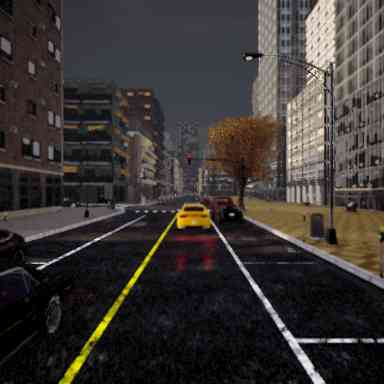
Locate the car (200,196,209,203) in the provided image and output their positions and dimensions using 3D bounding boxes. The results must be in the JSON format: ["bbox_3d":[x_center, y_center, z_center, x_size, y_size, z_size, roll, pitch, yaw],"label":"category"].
[{"bbox_3d":[2.710,1.595,73.747,1.752,1.417,4.829,0,0,0],"label":"car"}]

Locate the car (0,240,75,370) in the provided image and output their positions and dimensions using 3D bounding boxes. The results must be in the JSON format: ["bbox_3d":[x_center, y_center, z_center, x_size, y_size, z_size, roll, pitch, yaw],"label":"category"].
[{"bbox_3d":[-3.086,1.602,3.909,1.895,1.301,4.718,0,0,0],"label":"car"}]

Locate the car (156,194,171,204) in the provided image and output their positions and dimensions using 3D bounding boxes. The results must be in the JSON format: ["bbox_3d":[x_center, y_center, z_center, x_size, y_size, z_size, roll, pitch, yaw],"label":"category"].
[{"bbox_3d":[-5.672,1.602,62.513,2.008,1.369,4.403,0,0,0],"label":"car"}]

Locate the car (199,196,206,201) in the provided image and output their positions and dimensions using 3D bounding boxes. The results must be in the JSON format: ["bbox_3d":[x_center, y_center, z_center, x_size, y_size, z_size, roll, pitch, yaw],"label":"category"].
[{"bbox_3d":[2.715,1.683,90.174,1.802,1.307,4.206,0,0,0],"label":"car"}]

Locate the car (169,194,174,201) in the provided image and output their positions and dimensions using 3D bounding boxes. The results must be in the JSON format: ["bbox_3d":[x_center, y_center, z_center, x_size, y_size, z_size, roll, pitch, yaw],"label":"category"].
[{"bbox_3d":[-5.670,1.620,73.579,2.008,1.369,4.403,0,0,0],"label":"car"}]

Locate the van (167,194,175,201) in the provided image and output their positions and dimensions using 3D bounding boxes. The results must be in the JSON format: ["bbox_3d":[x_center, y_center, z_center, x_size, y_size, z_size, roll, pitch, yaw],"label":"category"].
[{"bbox_3d":[-5.666,1.442,90.178,1.690,1.788,3.998,0,0,0],"label":"van"}]

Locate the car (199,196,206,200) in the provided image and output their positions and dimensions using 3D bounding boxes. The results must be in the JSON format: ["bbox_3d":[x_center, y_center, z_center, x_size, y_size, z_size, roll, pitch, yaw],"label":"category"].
[{"bbox_3d":[2.708,1.595,62.511,1.887,1.381,4.507,0,0,0],"label":"car"}]

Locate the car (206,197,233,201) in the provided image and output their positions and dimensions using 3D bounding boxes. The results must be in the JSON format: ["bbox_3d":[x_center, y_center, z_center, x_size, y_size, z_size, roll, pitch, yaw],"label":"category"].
[{"bbox_3d":[2.701,1.331,30.123,2.192,1.841,5.009,0,0,0],"label":"car"}]

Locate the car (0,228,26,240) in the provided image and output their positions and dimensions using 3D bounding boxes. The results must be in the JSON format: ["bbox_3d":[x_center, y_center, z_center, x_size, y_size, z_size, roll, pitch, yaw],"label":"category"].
[{"bbox_3d":[-5.686,1.568,8.034,1.947,1.339,4.313,0,0,0],"label":"car"}]

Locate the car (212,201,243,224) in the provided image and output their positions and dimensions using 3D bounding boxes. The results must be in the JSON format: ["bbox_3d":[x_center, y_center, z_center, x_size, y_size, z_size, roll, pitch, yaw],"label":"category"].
[{"bbox_3d":[2.699,1.578,24.600,1.947,1.339,4.313,0,0,0],"label":"car"}]

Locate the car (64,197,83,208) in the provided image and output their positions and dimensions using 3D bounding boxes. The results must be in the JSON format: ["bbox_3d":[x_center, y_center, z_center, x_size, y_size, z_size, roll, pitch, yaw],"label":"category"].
[{"bbox_3d":[-16.414,1.367,43.110,4.403,1.369,2.008,1,-1,-1],"label":"car"}]

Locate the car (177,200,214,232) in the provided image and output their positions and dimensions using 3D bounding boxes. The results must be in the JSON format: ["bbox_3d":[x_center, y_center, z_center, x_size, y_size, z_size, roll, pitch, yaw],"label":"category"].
[{"bbox_3d":[0.106,1.487,20.354,1.882,1.535,5.008,0,0,0],"label":"car"}]
